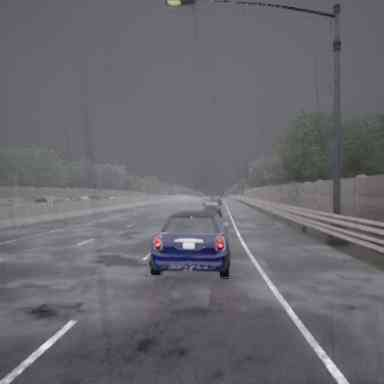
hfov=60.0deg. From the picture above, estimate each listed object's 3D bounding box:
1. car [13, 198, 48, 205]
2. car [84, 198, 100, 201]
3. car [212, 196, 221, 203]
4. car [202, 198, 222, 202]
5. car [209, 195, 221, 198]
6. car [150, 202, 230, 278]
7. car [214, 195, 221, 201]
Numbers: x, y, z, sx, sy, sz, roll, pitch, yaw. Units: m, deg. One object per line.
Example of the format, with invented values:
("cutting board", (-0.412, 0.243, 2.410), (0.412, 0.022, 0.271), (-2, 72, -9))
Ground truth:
("car", (-15.712, 1.360, 32.281), (2.097, 1.767, 4.553), (0, 0, 5))
("car", (-14.380, 1.565, 47.829), (2.033, 1.411, 5.357), (0, 0, 5))
("car", (5.296, 1.599, 72.013), (1.994, 1.385, 4.181), (0, 0, 5))
("car", (1.951, 1.565, 32.407), (1.812, 1.442, 4.674), (0, 0, 5))
("car", (4.226, 1.394, 59.333), (2.097, 1.767, 4.553), (0, 0, 5))
("car", (0.096, 1.362, 10.440), (2.097, 1.767, 4.553), (0, 0, 5))
("car", (6.709, 1.641, 88.750), (1.812, 1.442, 4.674), (0, 0, 5))
